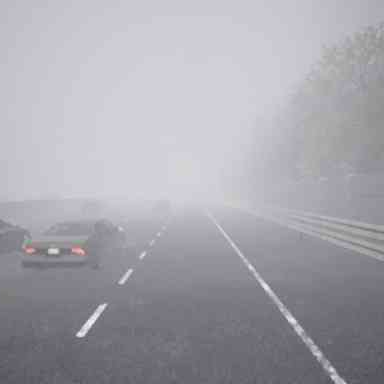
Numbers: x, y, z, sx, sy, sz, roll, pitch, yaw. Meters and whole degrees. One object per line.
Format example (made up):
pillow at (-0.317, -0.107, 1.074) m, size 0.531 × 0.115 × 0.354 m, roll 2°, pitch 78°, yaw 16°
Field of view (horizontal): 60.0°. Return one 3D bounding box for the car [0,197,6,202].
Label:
car at (-28.027, 1.504, 48.928) m, size 1.837 × 1.490 × 4.892 m, roll 0°, pitch 0°, yaw 1°

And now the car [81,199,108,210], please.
car at (-10.501, 1.505, 35.920) m, size 1.837 × 1.490 × 4.892 m, roll 0°, pitch 0°, yaw 0°

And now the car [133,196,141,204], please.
car at (-10.500, 1.546, 66.202) m, size 2.033 × 1.411 × 5.357 m, roll 0°, pitch 0°, yaw 0°

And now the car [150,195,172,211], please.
car at (-3.502, 1.491, 40.433) m, size 2.128 × 1.511 × 4.902 m, roll 0°, pitch 0°, yaw 0°

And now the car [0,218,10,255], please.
car at (-7.001, 1.505, 10.777) m, size 1.837 × 1.490 × 4.892 m, roll 0°, pitch 0°, yaw 0°

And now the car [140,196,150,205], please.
car at (-7.000, 1.563, 56.273) m, size 1.994 × 1.385 × 4.181 m, roll 0°, pitch 0°, yaw 0°

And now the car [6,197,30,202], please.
car at (-24.523, 1.545, 48.958) m, size 2.033 × 1.411 × 5.357 m, roll 0°, pitch 0°, yaw 1°

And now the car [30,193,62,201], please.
car at (-21.035, 1.219, 48.891) m, size 2.150 × 2.045 × 5.566 m, roll 0°, pitch 0°, yaw 1°

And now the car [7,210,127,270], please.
car at (-3.504, 1.547, 10.926) m, size 2.033 × 1.411 × 5.357 m, roll 0°, pitch 0°, yaw 0°
